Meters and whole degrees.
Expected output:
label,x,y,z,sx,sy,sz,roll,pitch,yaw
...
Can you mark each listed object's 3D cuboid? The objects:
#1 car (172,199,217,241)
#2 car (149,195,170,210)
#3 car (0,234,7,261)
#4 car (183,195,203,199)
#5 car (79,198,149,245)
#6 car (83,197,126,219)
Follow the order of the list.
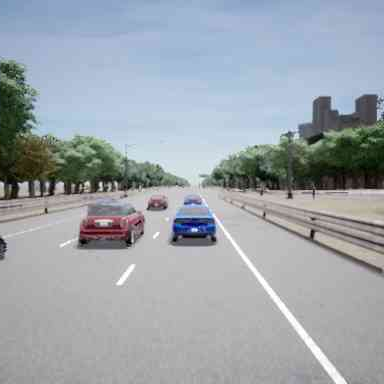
label,x,y,z,sx,sy,sz,roll,pitch,yaw
car,0.099,1.336,15.874,1.882,1.535,5.008,0,1,0
car,-3.403,0.993,34.100,1.812,1.442,4.674,0,1,0
car,-6.900,1.485,8.839,1.812,1.442,4.674,0,1,0
car,0.096,0.993,34.097,1.812,1.442,4.674,0,1,0
car,-3.400,1.227,14.963,2.097,1.767,4.553,0,1,0
car,-6.902,1.173,26.865,2.033,1.411,5.357,0,1,0
